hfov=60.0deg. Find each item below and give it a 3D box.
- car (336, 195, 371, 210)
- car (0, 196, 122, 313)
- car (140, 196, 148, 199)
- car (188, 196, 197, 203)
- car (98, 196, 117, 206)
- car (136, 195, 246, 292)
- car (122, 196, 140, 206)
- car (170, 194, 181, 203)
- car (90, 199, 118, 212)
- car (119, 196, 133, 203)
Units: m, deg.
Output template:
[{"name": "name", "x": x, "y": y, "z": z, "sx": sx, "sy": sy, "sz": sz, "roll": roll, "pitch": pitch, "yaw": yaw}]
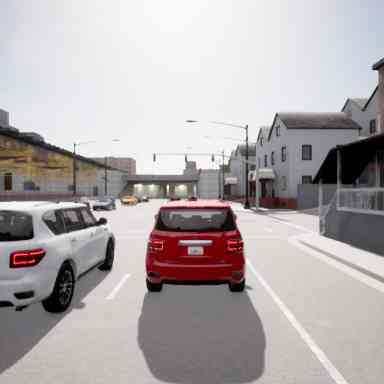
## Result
[{"name": "car", "x": 14.229, "y": 1.056, "z": 28.762, "sx": 4.181, "sy": 1.385, "sz": 1.994, "roll": -14, "pitch": 0, "yaw": -1}, {"name": "car", "x": -3.409, "y": 1.221, "z": 7.806, "sx": 2.150, "sy": 2.045, "sz": 5.566, "roll": 0, "pitch": 0, "yaw": 1}, {"name": "car", "x": -10.332, "y": 1.522, "z": 70.782, "sx": 2.128, "sy": 1.511, "sz": 4.902, "roll": 0, "pitch": 0, "yaw": 0}, {"name": "car", "x": 0.162, "y": 1.500, "z": 69.222, "sx": 1.837, "sy": 1.490, "sz": 4.892, "roll": 0, "pitch": 0, "yaw": 0}, {"name": "car", "x": -13.951, "y": 1.501, "z": 55.177, "sx": 1.837, "sy": 1.490, "sz": 4.892, "roll": 0, "pitch": 0, "yaw": 0}, {"name": "car", "x": 0.099, "y": 1.221, "z": 9.068, "sx": 2.150, "sy": 2.045, "sz": 5.566, "roll": 0, "pitch": 0, "yaw": 1}, {"name": "car", "x": -10.451, "y": 1.475, "z": 55.527, "sx": 1.882, "sy": 1.535, "sz": 5.008, "roll": 0, "pitch": 0, "yaw": 0}, {"name": "car", "x": -3.336, "y": 1.349, "z": 69.200, "sx": 2.097, "sy": 1.767, "sz": 4.553, "roll": 0, "pitch": 0, "yaw": 0}, {"name": "car", "x": -10.504, "y": 1.546, "z": 40.143, "sx": 2.033, "sy": 1.411, "sz": 5.357, "roll": 0, "pitch": 0, "yaw": 0}, {"name": "car", "x": -13.834, "y": 1.550, "z": 70.066, "sx": 1.994, "sy": 1.385, "sz": 4.181, "roll": 0, "pitch": 0, "yaw": 0}]
